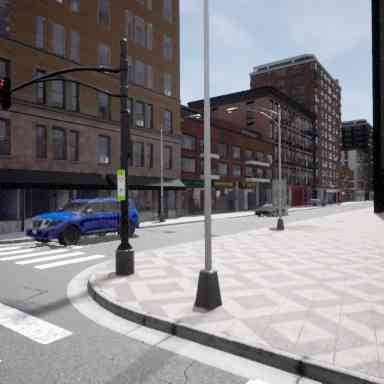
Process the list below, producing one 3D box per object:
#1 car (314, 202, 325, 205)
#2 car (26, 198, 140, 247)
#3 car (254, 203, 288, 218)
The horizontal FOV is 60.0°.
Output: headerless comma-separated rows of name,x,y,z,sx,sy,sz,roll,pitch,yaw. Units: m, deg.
car,17.599,1.589,47.496,2.033,1.411,5.357,-1,-1,36
car,-5.011,1.342,16.236,2.150,2.045,5.566,-1,-1,36
car,8.442,1.860,34.922,2.033,1.411,5.357,-1,-1,36
